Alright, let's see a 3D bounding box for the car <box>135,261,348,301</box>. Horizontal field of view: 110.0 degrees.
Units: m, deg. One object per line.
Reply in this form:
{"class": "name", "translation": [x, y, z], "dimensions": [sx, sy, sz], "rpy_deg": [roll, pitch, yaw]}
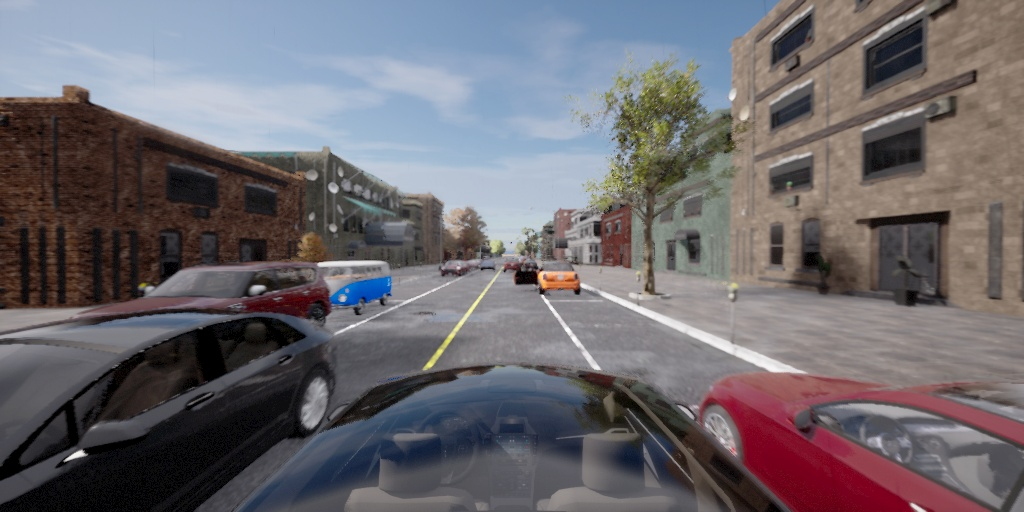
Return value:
{"class": "car", "translation": [-5.687, 1.056, 7.408], "dimensions": [2.192, 1.841, 5.009], "rpy_deg": [0, 0, 0]}

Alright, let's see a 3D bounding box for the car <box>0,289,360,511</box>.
{"class": "car", "translation": [-3.101, 1.253, 2.620], "dimensions": [1.837, 1.490, 4.892], "rpy_deg": [0, 0, 0]}

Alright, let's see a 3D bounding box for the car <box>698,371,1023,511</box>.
{"class": "car", "translation": [2.694, 1.332, 1.862], "dimensions": [1.802, 1.307, 4.207], "rpy_deg": [0, 0, 0]}

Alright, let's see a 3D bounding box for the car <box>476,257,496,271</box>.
{"class": "car", "translation": [-3.073, 1.229, 46.559], "dimensions": [2.033, 1.411, 5.357], "rpy_deg": [0, 0, 0]}

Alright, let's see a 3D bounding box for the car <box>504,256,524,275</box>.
{"class": "car", "translation": [0.059, 1.035, 44.856], "dimensions": [2.097, 1.767, 4.553], "rpy_deg": [0, 0, 0]}

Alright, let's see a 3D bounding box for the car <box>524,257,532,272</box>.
{"class": "car", "translation": [2.693, 1.239, 51.797], "dimensions": [1.948, 1.339, 4.313], "rpy_deg": [0, 0, 0]}

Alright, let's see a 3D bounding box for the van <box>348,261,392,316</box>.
{"class": "van", "translation": [-5.688, 1.074, 12.956], "dimensions": [1.690, 1.789, 3.998], "rpy_deg": [0, 0, 0]}

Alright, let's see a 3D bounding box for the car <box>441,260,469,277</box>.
{"class": "car", "translation": [-5.688, 1.139, 35.150], "dimensions": [1.967, 1.591, 4.097], "rpy_deg": [0, 0, 0]}

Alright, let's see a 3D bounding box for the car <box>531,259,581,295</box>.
{"class": "car", "translation": [2.388, 1.075, 19.755], "dimensions": [2.097, 1.767, 4.553], "rpy_deg": [0, 0, 0]}

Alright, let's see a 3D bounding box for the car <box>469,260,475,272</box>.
{"class": "car", "translation": [-5.687, 1.235, 40.698], "dimensions": [1.888, 1.381, 4.507], "rpy_deg": [0, 0, 0]}
